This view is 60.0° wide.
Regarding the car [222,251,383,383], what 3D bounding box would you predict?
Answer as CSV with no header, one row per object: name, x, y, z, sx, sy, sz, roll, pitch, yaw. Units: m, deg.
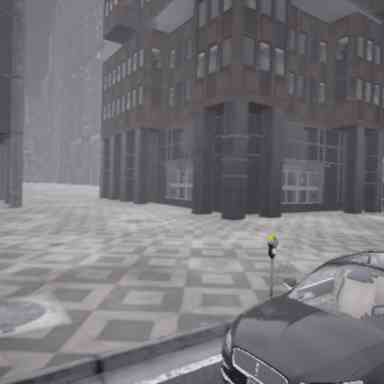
car,2.372,1.525,4.210,4.403,1.369,2.008,1,1,-34
